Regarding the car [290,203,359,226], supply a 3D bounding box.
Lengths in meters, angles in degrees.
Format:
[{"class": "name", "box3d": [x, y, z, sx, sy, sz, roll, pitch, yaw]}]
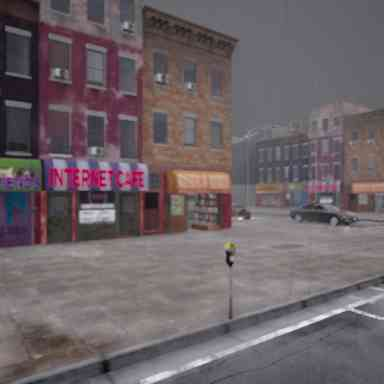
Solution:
[{"class": "car", "box3d": [9.422, 1.574, 24.021, 1.837, 1.490, 4.892, 0, 0, -36]}]

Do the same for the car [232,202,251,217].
[{"class": "car", "box3d": [3.683, 1.645, 32.086, 1.994, 1.385, 4.181, 0, 0, -35]}]
